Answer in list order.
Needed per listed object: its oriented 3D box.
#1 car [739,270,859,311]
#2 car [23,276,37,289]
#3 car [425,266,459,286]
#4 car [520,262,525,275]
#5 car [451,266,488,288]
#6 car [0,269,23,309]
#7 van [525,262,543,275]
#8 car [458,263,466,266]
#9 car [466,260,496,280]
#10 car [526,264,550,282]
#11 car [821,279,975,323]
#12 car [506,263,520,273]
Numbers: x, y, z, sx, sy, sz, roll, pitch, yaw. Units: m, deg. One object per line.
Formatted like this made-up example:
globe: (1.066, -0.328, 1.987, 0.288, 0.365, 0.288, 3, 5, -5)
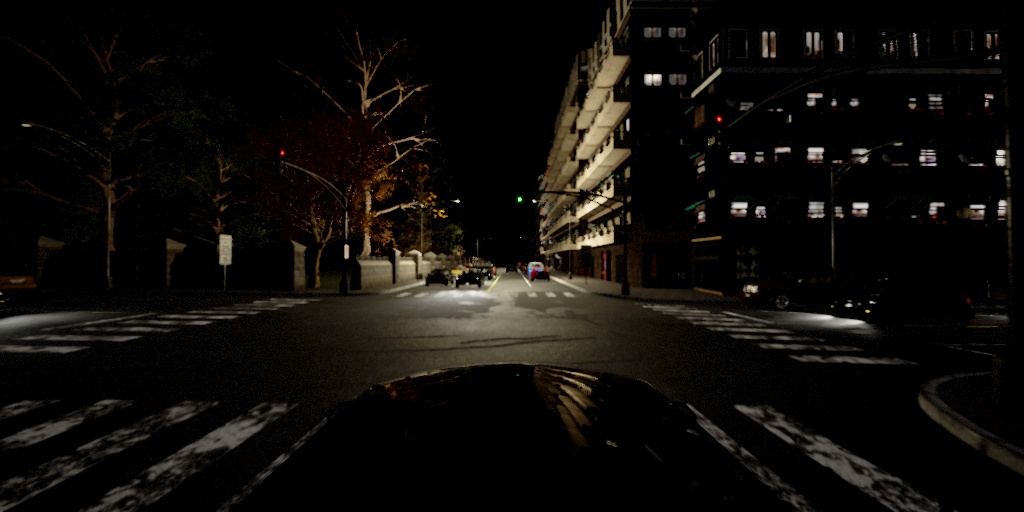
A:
car: (13.428, 1.542, 16.636, 5.009, 1.841, 2.192, 0, 0, -1)
car: (-24.764, 1.070, 16.220, 4.829, 1.417, 1.751, 0, 0, -1)
car: (-5.731, 1.678, 28.949, 1.948, 1.339, 4.313, 0, 0, 0)
car: (2.614, 1.864, 51.481, 1.967, 1.591, 4.097, 0, 0, 0)
car: (-3.140, 1.692, 27.431, 1.895, 1.301, 4.718, 0, -1, 0)
car: (-18.171, 1.068, 10.514, 4.892, 1.490, 1.837, 1, -1, -1)
van: (2.632, 1.606, 40.222, 1.690, 1.789, 3.998, 0, 0, 0)
car: (-5.749, 1.792, 40.039, 1.751, 1.417, 4.829, 0, 0, 0)
car: (-3.154, 1.456, 37.932, 2.150, 2.045, 5.566, 0, -1, 0)
car: (2.640, 1.733, 34.592, 1.888, 1.381, 4.507, 0, 0, 0)
car: (15.162, 1.780, 14.075, 4.181, 1.385, 1.994, 1, -1, -1)
car: (0.007, 2.100, 59.301, 1.994, 1.385, 4.181, 0, -1, 0)
